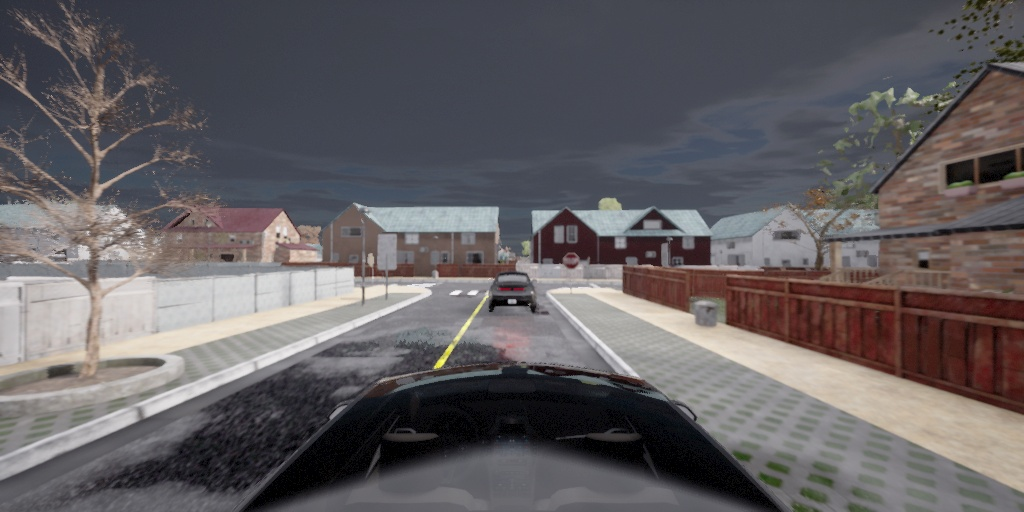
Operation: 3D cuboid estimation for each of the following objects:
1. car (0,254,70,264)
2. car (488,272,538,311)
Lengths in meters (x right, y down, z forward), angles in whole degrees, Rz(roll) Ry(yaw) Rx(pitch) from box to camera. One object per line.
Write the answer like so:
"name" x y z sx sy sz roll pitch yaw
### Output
"car" -40.159 0.873 29.818 5.566 2.045 2.150 1 -1 2
"car" 0.032 1.401 15.272 1.837 1.490 4.892 0 0 1
